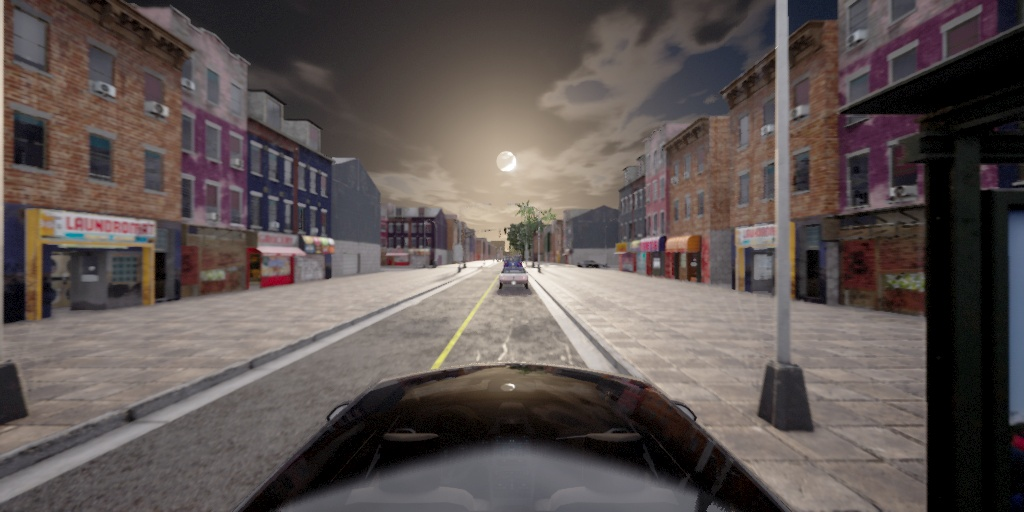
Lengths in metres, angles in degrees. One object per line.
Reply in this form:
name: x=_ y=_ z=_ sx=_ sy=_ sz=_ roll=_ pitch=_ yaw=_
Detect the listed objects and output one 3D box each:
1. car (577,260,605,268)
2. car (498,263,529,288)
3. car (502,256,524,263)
car: x=12.359 y=1.300 z=56.563 sx=4.313 sy=1.339 sz=1.948 roll=0 pitch=0 yaw=0
car: x=0.105 y=1.357 z=23.941 sx=1.895 sy=1.301 sz=4.718 roll=0 pitch=0 yaw=0
car: x=0.105 y=0.988 z=40.222 sx=2.150 sy=2.045 sz=5.566 roll=0 pitch=0 yaw=0
